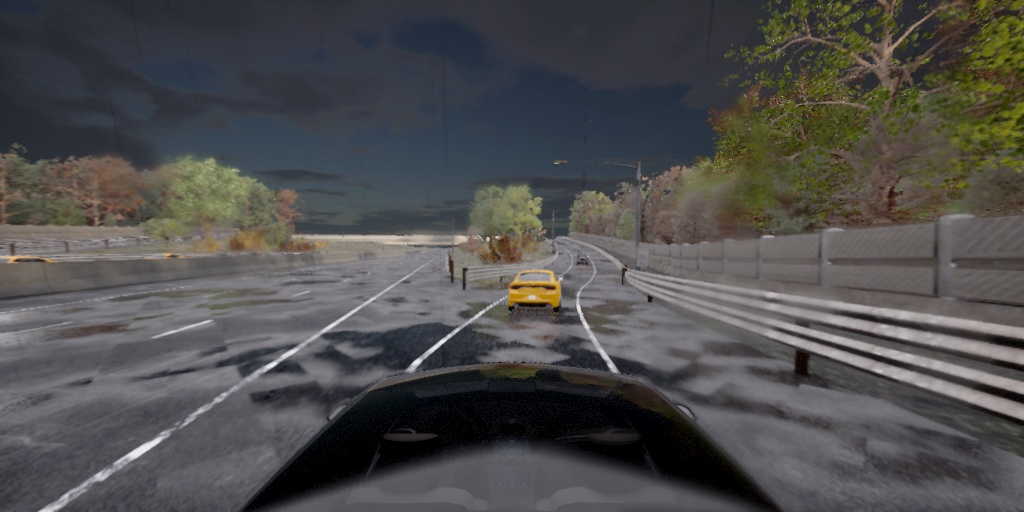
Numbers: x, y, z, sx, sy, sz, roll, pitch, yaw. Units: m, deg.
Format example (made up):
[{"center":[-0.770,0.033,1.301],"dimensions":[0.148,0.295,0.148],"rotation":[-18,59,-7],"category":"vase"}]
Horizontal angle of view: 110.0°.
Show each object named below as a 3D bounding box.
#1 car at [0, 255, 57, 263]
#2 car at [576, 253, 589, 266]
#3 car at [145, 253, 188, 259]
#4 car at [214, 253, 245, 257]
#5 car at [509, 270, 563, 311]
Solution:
[{"center":[-30.053,0.745,21.409],"dimensions":[1.882,1.535,5.008],"rotation":[0,1,-10],"category":"car"},{"center":[11.415,0.730,58.128],"dimensions":[1.837,1.490,4.892],"rotation":[1,3,10],"category":"car"},{"center":[-36.474,0.469,37.638],"dimensions":[1.882,1.535,5.008],"rotation":[0,1,-10],"category":"car"},{"center":[-33.524,0.501,41.107],"dimensions":[2.033,1.411,5.357],"rotation":[0,1,-10],"category":"car"},{"center":[1.074,1.301,14.921],"dimensions":[1.882,1.535,5.008],"rotation":[0,0,9],"category":"car"}]
